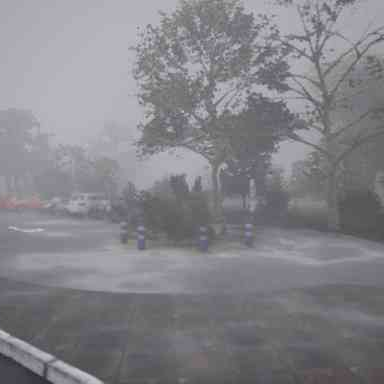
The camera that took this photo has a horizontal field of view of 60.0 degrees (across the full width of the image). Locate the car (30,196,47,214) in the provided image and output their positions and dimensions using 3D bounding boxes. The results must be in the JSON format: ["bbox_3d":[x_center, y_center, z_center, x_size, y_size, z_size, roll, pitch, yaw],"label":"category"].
[{"bbox_3d":[-12.554,1.206,32.089,2.185,1.767,4.553,1,0,36],"label":"car"}]

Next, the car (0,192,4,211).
[{"bbox_3d":[-19.339,1.010,36.961,2.435,2.045,5.566,1,0,36],"label":"car"}]

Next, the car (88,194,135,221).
[{"bbox_3d":[-5.704,1.278,27.089,2.185,1.767,4.553,1,0,36],"label":"car"}]

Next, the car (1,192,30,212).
[{"bbox_3d":[-17.012,1.160,35.216,2.185,1.767,4.553,1,0,36],"label":"car"}]

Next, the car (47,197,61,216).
[{"bbox_3d":[-10.293,1.230,30.464,2.185,1.767,4.553,1,0,36],"label":"car"}]

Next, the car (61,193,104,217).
[{"bbox_3d":[-7.930,1.129,28.763,2.435,2.045,5.566,1,0,36],"label":"car"}]
